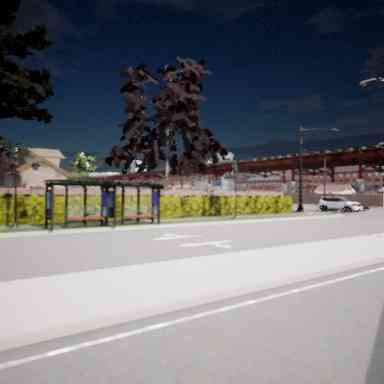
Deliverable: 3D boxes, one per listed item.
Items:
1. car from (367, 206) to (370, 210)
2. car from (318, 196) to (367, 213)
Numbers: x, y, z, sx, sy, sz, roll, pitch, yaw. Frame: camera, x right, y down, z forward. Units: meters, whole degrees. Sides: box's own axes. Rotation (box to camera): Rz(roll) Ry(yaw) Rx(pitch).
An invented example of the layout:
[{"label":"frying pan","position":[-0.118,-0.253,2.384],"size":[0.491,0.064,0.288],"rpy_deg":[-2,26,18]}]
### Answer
[{"label":"car","position":[21.767,1.986,46.362],"size":[2.033,1.411,5.357],"rpy_deg":[1,0,-35]},{"label":"car","position":[19.349,1.625,43.716],"size":[2.150,2.045,5.566],"rpy_deg":[1,0,-35]}]
